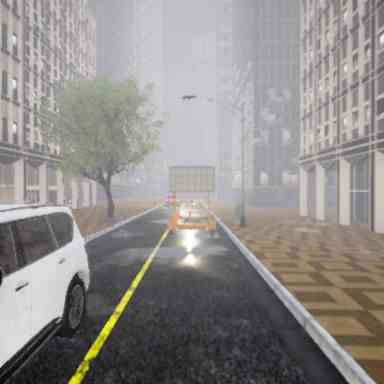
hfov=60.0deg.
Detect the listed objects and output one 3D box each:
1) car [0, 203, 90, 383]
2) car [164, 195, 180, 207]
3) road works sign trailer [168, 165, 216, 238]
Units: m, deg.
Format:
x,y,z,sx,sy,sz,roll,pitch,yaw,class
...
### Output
x,y,z,sx,sy,sz,roll,pitch,yaw,class
-2.851,1.209,3.661,2.150,2.045,5.566,0,0,0,car
-2.827,1.229,47.531,2.097,1.767,4.553,0,0,0,car
-0.001,0.409,17.335,2.380,3.560,2.880,0,0,0,road works sign trailer
